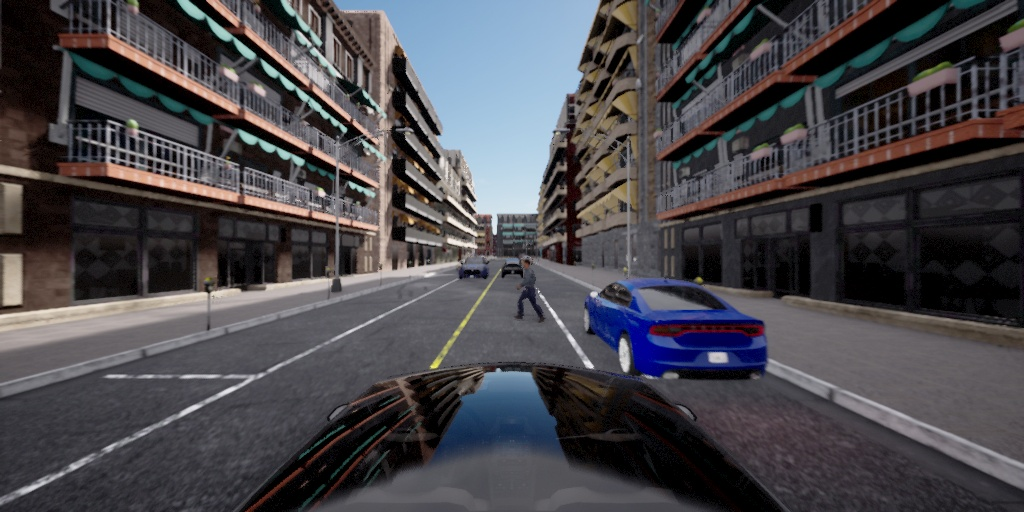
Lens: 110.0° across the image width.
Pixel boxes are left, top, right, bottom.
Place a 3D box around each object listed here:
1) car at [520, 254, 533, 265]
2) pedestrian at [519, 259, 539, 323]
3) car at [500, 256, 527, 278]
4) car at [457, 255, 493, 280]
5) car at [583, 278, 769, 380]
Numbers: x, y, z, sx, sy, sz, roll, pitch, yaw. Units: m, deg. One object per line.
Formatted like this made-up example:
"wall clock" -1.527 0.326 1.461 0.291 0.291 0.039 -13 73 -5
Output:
"car" 2.578 0.746 58.796 1.751 1.417 4.829 0 0 0
"pedestrian" 0.484 0.961 10.276 0.375 1.860 0.375 1 0 0
"car" 0.081 0.984 30.188 1.837 1.490 4.892 0 1 1
"car" -2.841 0.855 27.669 2.097 1.767 4.553 0 1 0
"car" 2.751 1.175 7.260 1.882 1.535 5.008 0 1 0
